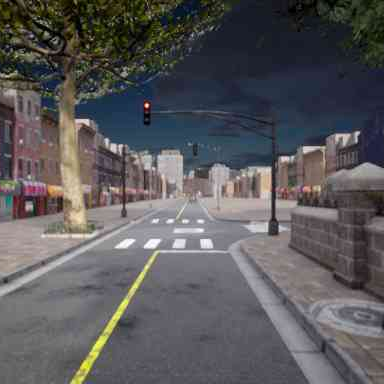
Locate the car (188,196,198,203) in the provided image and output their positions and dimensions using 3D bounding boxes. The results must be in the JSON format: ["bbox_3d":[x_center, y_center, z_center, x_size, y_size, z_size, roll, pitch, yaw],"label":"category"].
[{"bbox_3d":[0.207,1.718,73.648,2.128,1.511,4.902,0,0,0],"label":"car"}]
